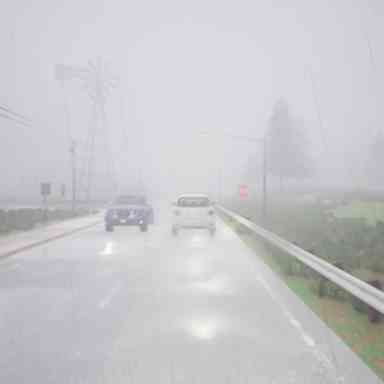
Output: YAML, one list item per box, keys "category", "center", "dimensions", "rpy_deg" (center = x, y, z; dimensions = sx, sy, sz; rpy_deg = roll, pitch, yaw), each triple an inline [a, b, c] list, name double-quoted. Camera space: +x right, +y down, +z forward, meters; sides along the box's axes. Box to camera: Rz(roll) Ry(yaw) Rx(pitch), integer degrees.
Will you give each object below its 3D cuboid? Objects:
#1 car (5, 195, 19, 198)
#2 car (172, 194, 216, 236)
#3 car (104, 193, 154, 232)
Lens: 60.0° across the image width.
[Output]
- category: "car"
  center: [-32.369, 1.247, 59.713]
  dimensions: [1.784, 1.438, 3.905]
  rpy_deg: [0, 0, -1]
- category: "car"
  center: [0.078, 1.136, 18.057]
  dimensions: [2.150, 2.045, 5.566]
  rpy_deg: [0, 0, 0]
- category: "car"
  center: [-3.524, 1.115, 19.727]
  dimensions: [2.150, 2.045, 5.566]
  rpy_deg: [0, 0, 0]
